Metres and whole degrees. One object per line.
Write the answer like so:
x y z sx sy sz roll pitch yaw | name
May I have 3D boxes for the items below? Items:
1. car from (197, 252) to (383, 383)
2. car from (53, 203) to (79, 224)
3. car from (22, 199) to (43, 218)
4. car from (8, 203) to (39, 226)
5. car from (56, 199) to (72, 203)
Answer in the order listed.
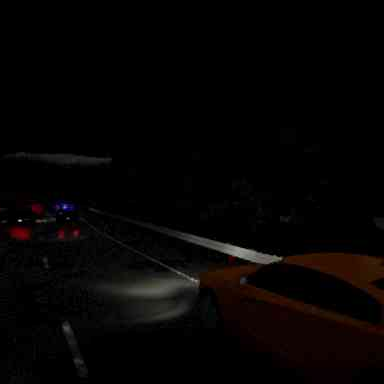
1.841 1.567 4.519 1.882 1.535 5.008 1 -1 -28 | car
-11.021 1.983 29.316 2.128 1.511 4.902 1 -1 -22 | car
-18.343 1.849 38.024 2.150 2.045 5.566 1 -1 -22 | car
-14.076 1.960 27.659 1.837 1.490 4.892 1 -1 -23 | car
-15.244 1.884 39.570 2.150 2.045 5.566 1 -1 -22 | car
